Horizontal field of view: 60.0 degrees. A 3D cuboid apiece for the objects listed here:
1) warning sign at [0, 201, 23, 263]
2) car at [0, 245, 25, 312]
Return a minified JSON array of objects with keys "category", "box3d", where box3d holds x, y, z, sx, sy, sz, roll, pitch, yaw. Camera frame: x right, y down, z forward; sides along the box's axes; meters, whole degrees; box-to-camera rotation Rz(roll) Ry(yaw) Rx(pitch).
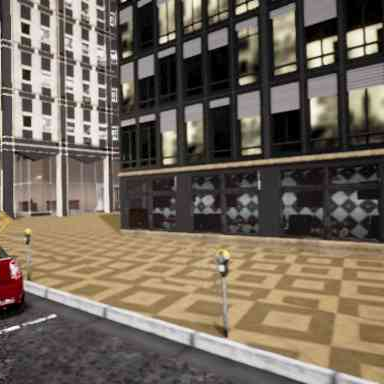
[{"category":"warning sign","box3d":[-6.192,1.228,10.308,1.060,1.860,1.300,-2,0,38]},{"category":"car","box3d":[-5.206,1.525,6.783,4.097,1.590,1.967,-1,-1,38]}]
